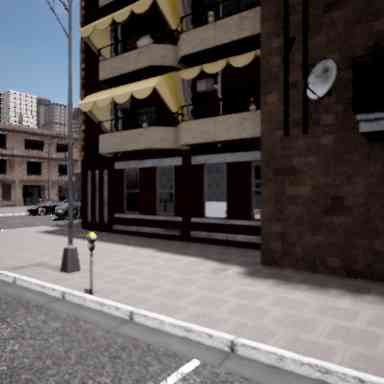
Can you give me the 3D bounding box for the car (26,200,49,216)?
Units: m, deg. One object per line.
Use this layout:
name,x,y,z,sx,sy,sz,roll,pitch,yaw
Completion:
car,-12.690,1.335,30.100,1.947,1.339,4.313,1,1,35

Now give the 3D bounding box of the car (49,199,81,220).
car,-8.493,1.333,25.983,1.994,1.385,4.181,0,1,35
